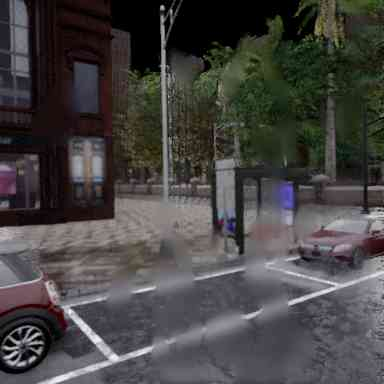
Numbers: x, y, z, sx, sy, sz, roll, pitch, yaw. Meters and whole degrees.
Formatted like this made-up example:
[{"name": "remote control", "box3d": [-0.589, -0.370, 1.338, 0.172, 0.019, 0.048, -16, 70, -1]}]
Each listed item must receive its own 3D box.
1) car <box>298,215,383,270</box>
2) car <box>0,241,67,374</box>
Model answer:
[{"name": "car", "box3d": [5.066, 1.386, 10.220, 4.206, 1.307, 1.802, -1, 1, -35]}, {"name": "car", "box3d": [-3.794, 1.458, 3.952, 4.097, 1.590, 1.967, -1, 1, -35]}]
